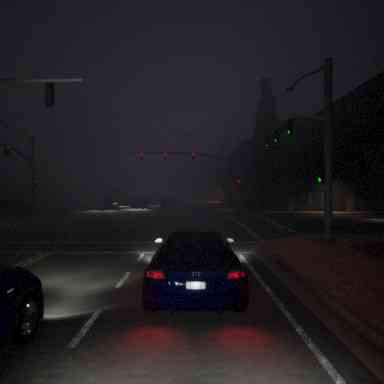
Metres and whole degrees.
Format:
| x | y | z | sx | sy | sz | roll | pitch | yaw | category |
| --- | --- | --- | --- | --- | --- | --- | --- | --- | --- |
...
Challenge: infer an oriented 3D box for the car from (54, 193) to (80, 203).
| x | y | z | sx | sy | sz | roll | pitch | yaw | category |
| --- | --- | --- | --- | --- | --- | --- | --- | --- | --- |
| -24.937 | 1.145 | 65.664 | 3.866 | 1.878 | 1.905 | 0 | 0 | 0 | car |

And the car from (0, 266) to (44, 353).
| x | y | z | sx | sy | sz | roll | pitch | yaw | category |
| --- | --- | --- | --- | --- | --- | --- | --- | --- | --- |
| -3.442 | 1.351 | 3.538 | 2.097 | 1.767 | 4.553 | 0 | 0 | 0 | car |

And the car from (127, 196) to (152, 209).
| x | y | z | sx | sy | sz | roll | pitch | yaw | category |
| --- | --- | --- | --- | --- | --- | --- | --- | --- | --- |
| -7.169 | 1.556 | 46.102 | 1.994 | 1.385 | 4.181 | 0 | 0 | 2 | car |

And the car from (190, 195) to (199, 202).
| x | y | z | sx | sy | sz | roll | pitch | yaw | category |
| --- | --- | --- | --- | --- | --- | --- | --- | --- | --- |
| 0.584 | 1.522 | 72.637 | 2.033 | 1.411 | 5.357 | 0 | 0 | 2 | car |

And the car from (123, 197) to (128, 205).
| x | y | z | sx | sy | sz | roll | pitch | yaw | category |
| --- | --- | --- | --- | --- | --- | --- | --- | --- | --- |
| -10.479 | 1.553 | 54.342 | 1.994 | 1.385 | 4.181 | 0 | 0 | 2 | car |

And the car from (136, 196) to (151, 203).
| x | y | z | sx | sy | sz | roll | pitch | yaw | category |
| --- | --- | --- | --- | --- | --- | --- | --- | --- | --- |
| -10.014 | 1.510 | 69.062 | 2.128 | 1.511 | 4.902 | 0 | 0 | 2 | car |

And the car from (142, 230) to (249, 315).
| x | y | z | sx | sy | sz | roll | pitch | yaw | category |
| --- | --- | --- | --- | --- | --- | --- | --- | --- | --- |
| 0.066 | 1.563 | 7.677 | 1.994 | 1.385 | 4.181 | 0 | 0 | 0 | car |

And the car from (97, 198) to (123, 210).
| x | y | z | sx | sy | sz | roll | pitch | yaw | category |
| --- | --- | --- | --- | --- | --- | --- | --- | --- | --- |
| -10.734 | 1.497 | 42.891 | 1.837 | 1.490 | 4.892 | 0 | 0 | 1 | car |

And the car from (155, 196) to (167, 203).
| x | y | z | sx | sy | sz | roll | pitch | yaw | category |
| --- | --- | --- | --- | --- | --- | --- | --- | --- | --- |
| -6.492 | 1.540 | 69.828 | 1.994 | 1.385 | 4.181 | 0 | 0 | 2 | car |

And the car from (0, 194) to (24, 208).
| x | y | z | sx | sy | sz | roll | pitch | yaw | category |
| --- | --- | --- | --- | --- | --- | --- | --- | --- | --- |
| -24.969 | 1.146 | 43.146 | 4.605 | 1.855 | 1.932 | 0 | 0 | 0 | car |

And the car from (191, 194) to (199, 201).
| x | y | z | sx | sy | sz | roll | pitch | yaw | category |
| --- | --- | --- | --- | --- | --- | --- | --- | --- | --- |
| 0.864 | 1.381 | 83.281 | 1.882 | 1.535 | 5.008 | 0 | 0 | 2 | car |

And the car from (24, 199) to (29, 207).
| x | y | z | sx | sy | sz | roll | pitch | yaw | category |
| --- | --- | --- | --- | --- | --- | --- | --- | --- | --- |
| -24.912 | 1.149 | 46.040 | 3.866 | 1.878 | 1.905 | 0 | 0 | 0 | car |

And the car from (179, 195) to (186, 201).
| x | y | z | sx | sy | sz | roll | pitch | yaw | category |
| --- | --- | --- | --- | --- | --- | --- | --- | --- | --- |
| -2.644 | 1.486 | 83.028 | 1.837 | 1.490 | 4.892 | 0 | 0 | 2 | car |

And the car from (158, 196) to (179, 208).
| x | y | z | sx | sy | sz | roll | pitch | yaw | category |
| --- | --- | --- | --- | --- | --- | --- | --- | --- | --- |
| -3.424 | 1.556 | 48.552 | 1.994 | 1.385 | 4.181 | 0 | 0 | 1 | car |

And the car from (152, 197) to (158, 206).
| x | y | z | sx | sy | sz | roll | pitch | yaw | category |
| --- | --- | --- | --- | --- | --- | --- | --- | --- | --- |
| -6.906 | 1.517 | 56.608 | 1.812 | 1.442 | 4.674 | 0 | 0 | 2 | car |
